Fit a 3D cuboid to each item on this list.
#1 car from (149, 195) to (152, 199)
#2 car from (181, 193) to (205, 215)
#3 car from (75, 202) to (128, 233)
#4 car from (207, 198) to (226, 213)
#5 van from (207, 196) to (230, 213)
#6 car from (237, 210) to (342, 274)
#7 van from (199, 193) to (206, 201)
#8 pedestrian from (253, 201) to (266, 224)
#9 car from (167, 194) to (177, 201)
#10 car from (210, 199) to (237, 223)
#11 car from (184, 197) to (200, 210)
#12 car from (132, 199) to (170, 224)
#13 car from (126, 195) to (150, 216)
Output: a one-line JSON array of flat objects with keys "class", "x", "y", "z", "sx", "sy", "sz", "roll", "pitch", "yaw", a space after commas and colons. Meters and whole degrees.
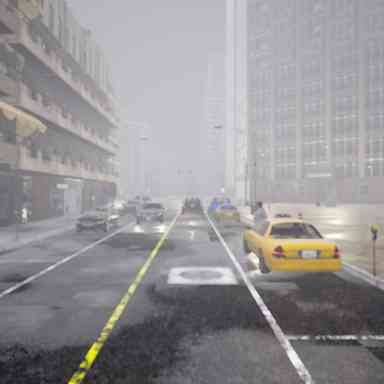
[{"class": "car", "x": -5.309, "y": 1.229, "z": 35.780, "sx": 2.192, "sy": 1.841, "sz": 5.009, "roll": 0, "pitch": 0, "yaw": 0}, {"class": "car", "x": 0.064, "y": 1.272, "z": 32.203, "sx": 2.097, "sy": 1.767, "sz": 4.553, "roll": 0, "pitch": 0, "yaw": 0}, {"class": "car", "x": -5.310, "y": 1.498, "z": 19.174, "sx": 2.008, "sy": 1.369, "sz": 4.403, "roll": 0, "pitch": 0, "yaw": 0}, {"class": "car", "x": 2.570, "y": 1.439, "z": 35.957, "sx": 1.752, "sy": 1.417, "sz": 4.829, "roll": 0, "pitch": 0, "yaw": 0}, {"class": "van", "x": 2.571, "y": 1.265, "z": 30.250, "sx": 1.690, "sy": 1.788, "sz": 3.998, "roll": 0, "pitch": 0, "yaw": 0}, {"class": "car", "x": 2.750, "y": 1.426, "z": 10.373, "sx": 1.801, "sy": 1.575, "sz": 5.366, "roll": 0, "pitch": 0, "yaw": 0}, {"class": "van", "x": 2.568, "y": 1.222, "z": 84.782, "sx": 1.690, "sy": 1.788, "sz": 3.998, "roll": 0, "pitch": 0, "yaw": 0}, {"class": "pedestrian", "x": 2.750, "y": 1.256, "z": 13.372, "sx": 0.375, "sy": 1.860, "sz": 0.375, "roll": 0, "pitch": 0, "yaw": 0}, {"class": "car", "x": -5.313, "y": 1.406, "z": 84.612, "sx": 1.752, "sy": 1.417, "sz": 4.829, "roll": 0, "pitch": 0, "yaw": 0}, {"class": "car", "x": 2.570, "y": 1.460, "z": 24.887, "sx": 1.752, "sy": 1.417, "sz": 4.829, "roll": 0, "pitch": 0, "yaw": 0}, {"class": "car", "x": 0.000, "y": 1.431, "z": 41.519, "sx": 1.812, "sy": 1.442, "sz": 4.674, "roll": 0, "pitch": 0, "yaw": 0}, {"class": "car", "x": -2.843, "y": 1.462, "z": 24.063, "sx": 1.812, "sy": 1.442, "sz": 4.674, "roll": 0, "pitch": 0, "yaw": 0}, {"class": "car", "x": -5.309, "y": 1.364, "z": 30.245, "sx": 1.967, "sy": 1.590, "sz": 4.097, "roll": 0, "pitch": 0, "yaw": 0}]
